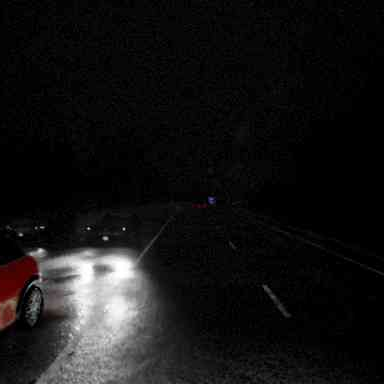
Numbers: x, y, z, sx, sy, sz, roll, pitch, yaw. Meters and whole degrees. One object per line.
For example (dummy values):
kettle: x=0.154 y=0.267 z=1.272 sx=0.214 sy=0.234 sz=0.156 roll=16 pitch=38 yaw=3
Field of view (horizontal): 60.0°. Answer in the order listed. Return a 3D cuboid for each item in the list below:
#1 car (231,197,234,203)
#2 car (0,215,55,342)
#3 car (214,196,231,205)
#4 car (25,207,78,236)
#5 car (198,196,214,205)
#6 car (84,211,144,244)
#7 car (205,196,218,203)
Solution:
car: x=7.914 y=1.739 z=72.810 sx=1.837 sy=1.490 sz=4.892 roll=0 pitch=0 yaw=15
car: x=-3.605 y=1.352 z=3.828 sx=2.097 sy=1.767 sz=4.553 roll=0 pitch=0 yaw=0
car: x=5.744 y=1.687 z=62.870 sx=1.882 sy=1.535 sz=5.008 roll=0 pitch=0 yaw=10
car: x=-7.053 y=1.506 z=16.123 sx=2.128 sy=1.511 sz=4.902 roll=0 pitch=0 yaw=0
car: x=2.262 y=1.699 z=63.252 sx=2.128 sy=1.511 sz=4.902 roll=0 pitch=0 yaw=10
car: x=-3.554 y=1.612 z=15.898 sx=1.895 sy=1.301 sz=4.718 roll=0 pitch=0 yaw=0
car: x=4.405 y=1.679 z=73.220 sx=1.882 sy=1.535 sz=5.008 roll=0 pitch=0 yaw=15
